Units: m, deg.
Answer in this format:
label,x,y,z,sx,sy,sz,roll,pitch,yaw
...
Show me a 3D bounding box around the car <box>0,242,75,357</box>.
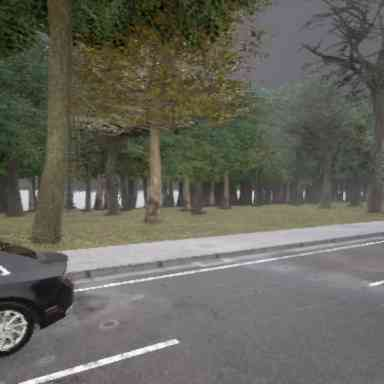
label,x,y,z,sx,sy,sz,roll,pitch,yaw
car,-4.126,1.433,4.377,4.892,1.490,1.837,0,1,-33
